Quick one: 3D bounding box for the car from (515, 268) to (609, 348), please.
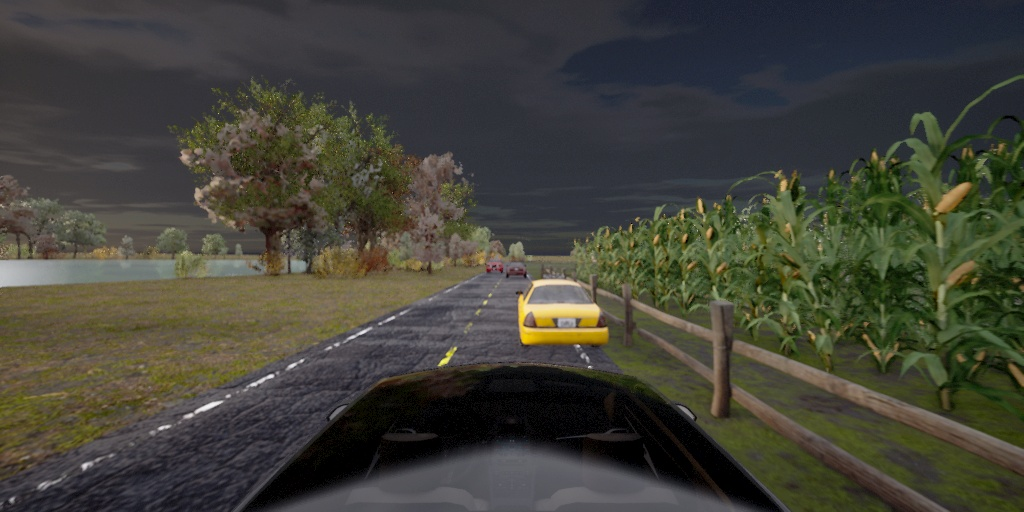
[{"bbox_3d":[1.063,1.254,9.355,1.801,1.575,5.366,0,0,1],"label":"car"}]

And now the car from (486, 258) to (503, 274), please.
[{"bbox_3d":[-2.246,1.287,48.125,2.150,2.045,5.566,0,0,1],"label":"car"}]

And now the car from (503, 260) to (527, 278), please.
[{"bbox_3d":[0.470,1.340,37.436,2.097,1.767,4.553,0,0,1],"label":"car"}]
